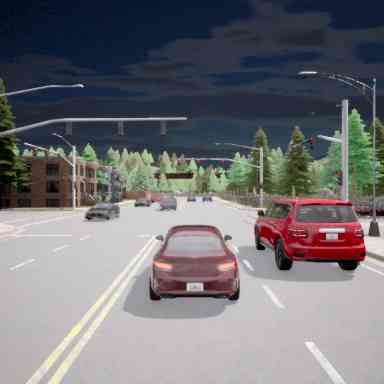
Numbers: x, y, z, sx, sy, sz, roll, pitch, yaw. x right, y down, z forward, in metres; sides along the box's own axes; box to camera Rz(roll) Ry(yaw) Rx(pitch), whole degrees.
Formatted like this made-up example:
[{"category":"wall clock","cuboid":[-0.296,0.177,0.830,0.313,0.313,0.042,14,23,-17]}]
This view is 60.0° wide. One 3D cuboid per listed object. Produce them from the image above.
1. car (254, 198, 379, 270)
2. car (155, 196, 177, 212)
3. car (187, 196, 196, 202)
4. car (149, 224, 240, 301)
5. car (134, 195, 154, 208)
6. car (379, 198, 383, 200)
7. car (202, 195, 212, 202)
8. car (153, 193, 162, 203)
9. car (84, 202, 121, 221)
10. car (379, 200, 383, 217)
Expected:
[{"category":"car","cuboid":[3.558,1.221,11.107,2.150,2.045,5.566,0,0,0]},{"category":"car","cuboid":[-2.960,1.506,39.782,1.837,1.490,4.892,0,0,-10]},{"category":"car","cuboid":[-0.119,1.553,74.618,1.994,1.385,4.181,0,0,0]},{"category":"car","cuboid":[0.050,1.526,8.227,1.812,1.442,4.674,0,0,0]},{"category":"car","cuboid":[-7.177,1.563,48.409,1.994,1.385,4.181,0,0,0]},{"category":"car","cuboid":[18.275,1.352,32.491,4.553,1.767,2.097,0,0,0]},{"category":"car","cuboid":[3.389,1.355,74.389,2.097,1.767,4.553,0,0,0]},{"category":"car","cuboid":[-7.114,1.206,68.589,2.150,2.045,5.566,0,0,0]},{"category":"car","cuboid":[-7.146,1.547,27.299,2.033,1.411,5.357,0,0,0]},{"category":"car","cuboid":[16.539,1.601,28.726,4.718,1.301,1.895,0,0,-1]}]
